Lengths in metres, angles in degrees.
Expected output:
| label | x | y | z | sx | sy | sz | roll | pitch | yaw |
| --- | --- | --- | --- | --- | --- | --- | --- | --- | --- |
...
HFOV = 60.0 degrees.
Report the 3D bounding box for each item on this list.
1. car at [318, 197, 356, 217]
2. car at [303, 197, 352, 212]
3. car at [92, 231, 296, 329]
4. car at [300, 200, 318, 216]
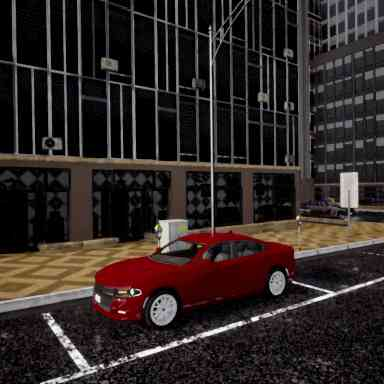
| label | x | y | z | sx | sy | sz | roll | pitch | yaw |
| --- | --- | --- | --- | --- | --- | --- | --- | --- | --- |
| car | 12.094 | 1.423 | 30.646 | 2.033 | 1.411 | 5.357 | -1 | 1 | -35 |
| car | 14.898 | 1.276 | 36.726 | 1.752 | 1.417 | 4.829 | -1 | 1 | -35 |
| car | 0.246 | 1.544 | 6.900 | 4.507 | 1.381 | 1.887 | 0 | -1 | -35 |
| car | 8.904 | 1.452 | 30.775 | 2.008 | 1.369 | 4.403 | -1 | 1 | -35 |
